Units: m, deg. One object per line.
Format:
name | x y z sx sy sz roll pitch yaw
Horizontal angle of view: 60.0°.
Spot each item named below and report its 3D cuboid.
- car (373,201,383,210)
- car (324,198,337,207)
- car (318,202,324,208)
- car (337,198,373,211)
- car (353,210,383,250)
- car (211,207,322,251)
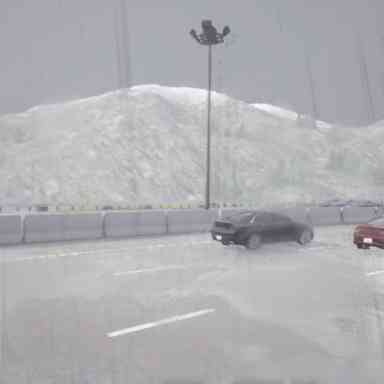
car | 22.301 1.717 35.683 4.892 1.490 1.837 1 0 -22
car | 19.691 1.642 42.180 5.008 1.535 1.882 1 0 -22
car | 19.766 1.662 45.981 4.892 1.490 1.837 1 0 -22
car | 19.684 1.661 38.401 4.902 1.511 2.128 1 0 -22
car | 8.341 1.602 13.157 4.674 1.442 1.812 1 0 -30
car | 3.095 1.514 14.095 4.892 1.490 1.837 0 0 -32
